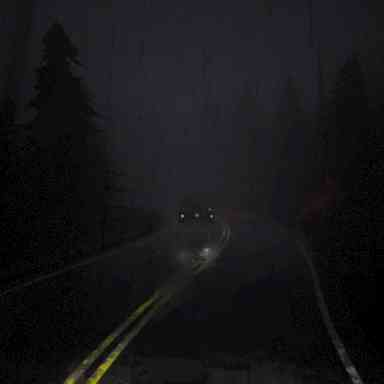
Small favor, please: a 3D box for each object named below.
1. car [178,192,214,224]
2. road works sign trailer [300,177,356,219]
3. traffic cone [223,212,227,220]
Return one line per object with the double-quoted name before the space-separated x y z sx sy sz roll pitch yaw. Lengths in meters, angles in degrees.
"car" 0.270 1.058 23.268 2.150 2.045 5.566 0 0 -1
"road works sign trailer" 7.429 0.961 17.093 2.880 2.380 3.560 41 13 12
"traffic cone" 2.427 1.807 22.455 0.340 0.580 0.340 0 1 3
